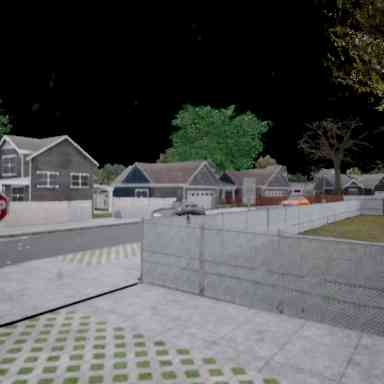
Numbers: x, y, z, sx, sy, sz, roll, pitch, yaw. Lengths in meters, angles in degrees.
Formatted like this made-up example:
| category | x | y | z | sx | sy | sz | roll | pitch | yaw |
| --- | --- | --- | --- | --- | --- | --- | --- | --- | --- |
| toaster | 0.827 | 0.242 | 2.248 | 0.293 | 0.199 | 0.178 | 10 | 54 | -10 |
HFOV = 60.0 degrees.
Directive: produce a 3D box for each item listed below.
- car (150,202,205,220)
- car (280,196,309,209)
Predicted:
| category | x | y | z | sx | sy | sz | roll | pitch | yaw |
| --- | --- | --- | --- | --- | --- | --- | --- | --- | --- |
| car | -0.935 | 1.475 | 23.999 | 2.128 | 1.511 | 4.902 | 0 | 0 | 36 |
| car | 12.918 | 1.329 | 41.928 | 2.097 | 1.767 | 4.553 | 0 | 0 | 43 |
